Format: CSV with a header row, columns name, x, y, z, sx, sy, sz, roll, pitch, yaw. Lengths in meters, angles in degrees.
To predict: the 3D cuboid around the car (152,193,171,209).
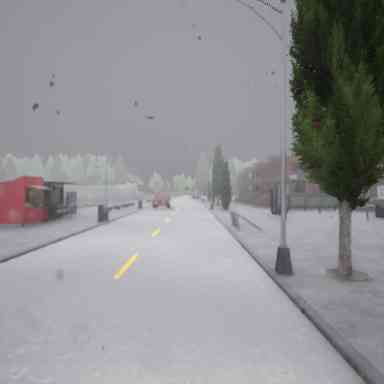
name,x,y,z,sx,sy,sz,roll,pitch,yaw
car,-4.069,1.186,45.169,2.150,2.045,5.566,0,0,0
